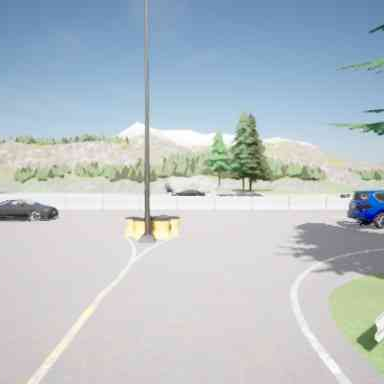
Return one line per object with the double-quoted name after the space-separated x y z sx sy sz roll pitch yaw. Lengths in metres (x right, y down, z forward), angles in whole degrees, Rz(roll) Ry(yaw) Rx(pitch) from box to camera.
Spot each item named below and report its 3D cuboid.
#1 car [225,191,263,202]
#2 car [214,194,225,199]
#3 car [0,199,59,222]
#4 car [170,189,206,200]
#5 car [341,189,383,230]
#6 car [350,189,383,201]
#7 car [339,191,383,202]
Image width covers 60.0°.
6.381 0.648 39.298 4.181 1.385 1.994 0 2 0 "car"
5.054 0.587 42.794 4.718 1.301 1.895 0 2 0 "car"
-10.924 1.148 21.548 4.181 1.385 1.994 0 2 0 "car"
-0.565 0.365 46.272 5.008 1.535 1.882 0 2 0 "car"
11.420 0.901 18.117 5.566 2.045 2.150 0 2 0 "car"
24.951 0.378 46.342 4.902 1.511 2.128 0 2 0 "car"
21.698 0.586 42.847 4.718 1.301 1.895 0 2 0 "car"
